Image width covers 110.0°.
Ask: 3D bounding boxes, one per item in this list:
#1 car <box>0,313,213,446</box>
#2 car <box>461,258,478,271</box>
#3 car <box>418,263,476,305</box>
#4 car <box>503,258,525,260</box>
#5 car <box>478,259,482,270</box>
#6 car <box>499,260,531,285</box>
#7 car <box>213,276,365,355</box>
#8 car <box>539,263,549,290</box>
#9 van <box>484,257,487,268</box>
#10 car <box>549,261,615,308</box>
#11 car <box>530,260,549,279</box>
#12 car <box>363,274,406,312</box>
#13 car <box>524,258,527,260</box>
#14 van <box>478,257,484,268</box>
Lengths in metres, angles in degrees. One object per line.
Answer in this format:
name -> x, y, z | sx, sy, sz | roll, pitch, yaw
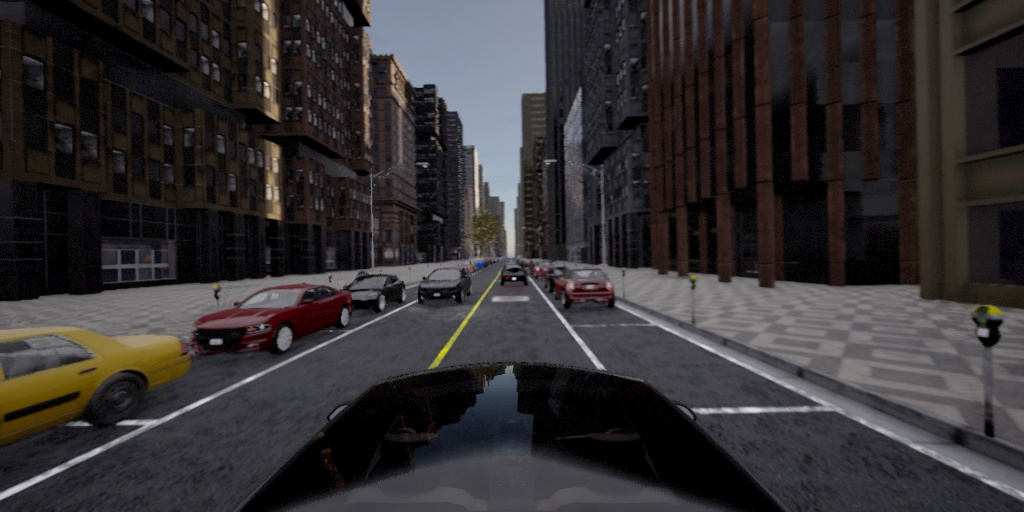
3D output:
car -> -5.697, 1.391, 3.313 | 1.751, 1.417, 4.829 | 0, 0, 0
car -> -5.658, 1.320, 43.224 | 1.967, 1.591, 4.097 | 0, 0, 0
car -> -3.030, 1.293, 16.956 | 1.882, 1.535, 5.008 | -1, 0, 0
car -> 0.163, 1.267, 40.350 | 1.837, 1.490, 4.892 | -1, 1, 0
car -> -5.652, 1.434, 48.902 | 2.007, 1.370, 4.403 | 0, 0, 0
car -> 0.152, 1.258, 25.959 | 1.837, 1.490, 4.892 | -1, 0, 0
car -> -5.691, 1.412, 9.160 | 1.888, 1.381, 4.507 | 0, 0, 0
car -> 2.843, 1.264, 20.512 | 1.948, 1.339, 4.313 | 0, 0, 0
van -> -5.641, 1.230, 60.257 | 1.690, 1.789, 3.998 | 0, 0, 0
car -> 2.838, 1.135, 14.834 | 1.967, 1.591, 4.097 | 0, 0, 0
car -> 2.854, 1.142, 31.866 | 1.967, 1.591, 4.097 | 0, 0, 0
car -> -5.685, 1.434, 14.838 | 1.948, 1.339, 4.313 | 0, 0, 0
car -> 2.882, 1.298, 60.255 | 1.802, 1.307, 4.207 | 0, 0, 0
van -> -5.647, 1.227, 54.579 | 1.690, 1.789, 3.998 | 0, 0, 0
